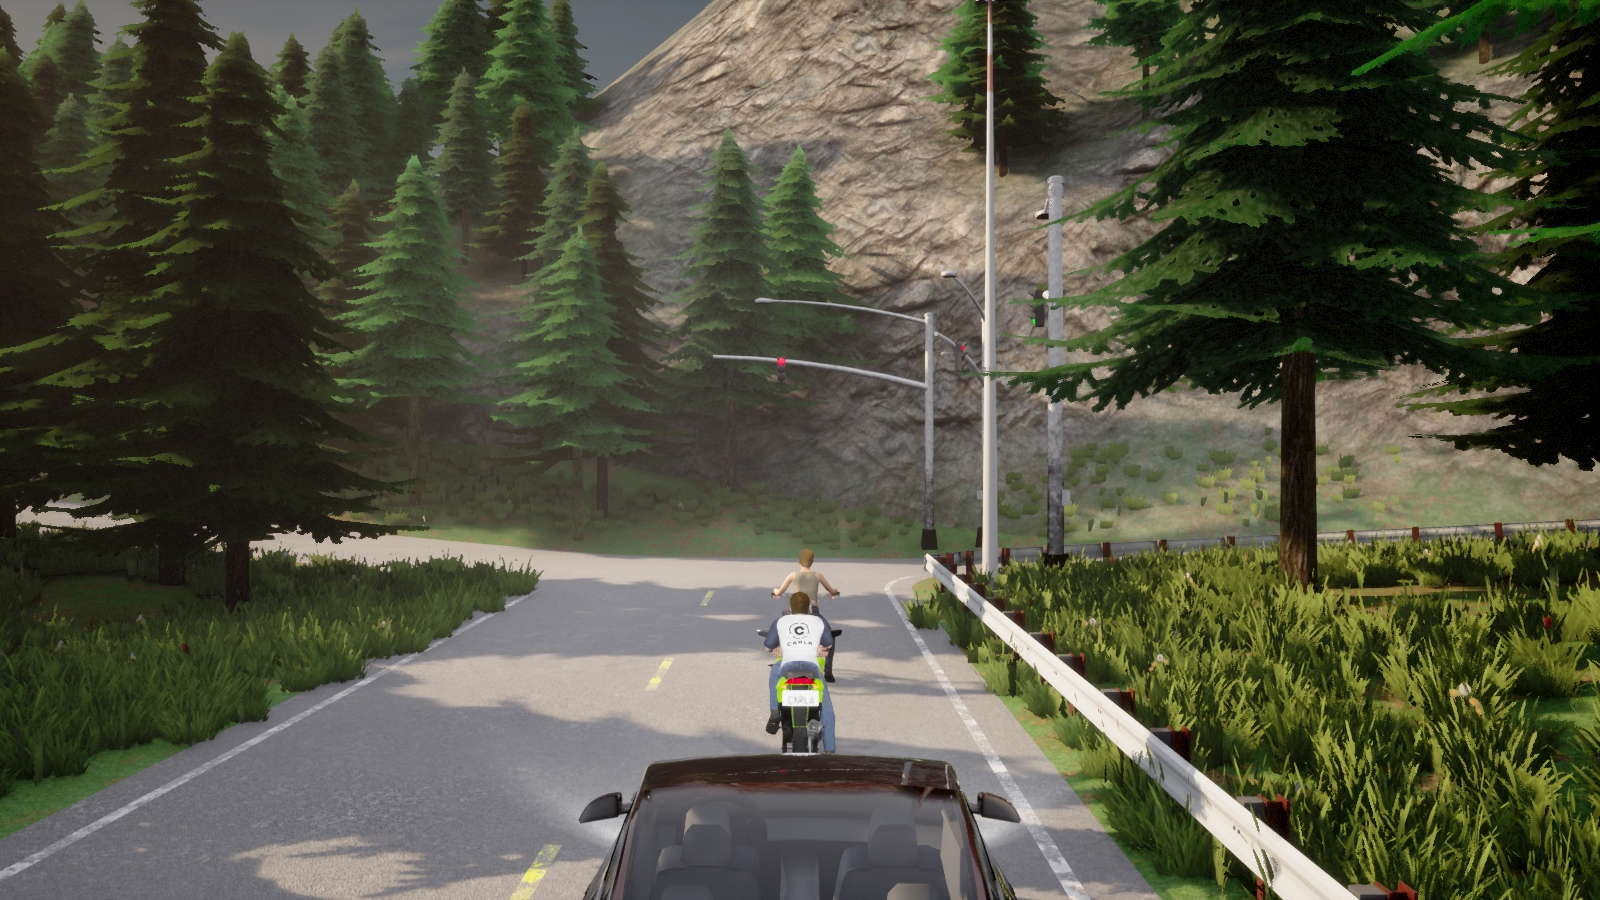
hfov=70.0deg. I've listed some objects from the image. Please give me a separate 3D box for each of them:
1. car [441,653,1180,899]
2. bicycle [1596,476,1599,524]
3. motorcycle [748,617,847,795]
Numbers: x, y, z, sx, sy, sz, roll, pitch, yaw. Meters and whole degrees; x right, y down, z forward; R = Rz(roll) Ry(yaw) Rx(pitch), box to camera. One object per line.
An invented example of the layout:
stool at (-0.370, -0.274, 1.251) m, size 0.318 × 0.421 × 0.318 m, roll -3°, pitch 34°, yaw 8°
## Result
car at (0.029, 2.063, 5.012) m, size 2.163 × 1.488 × 4.792 m, roll 0°, pitch 0°, yaw 0°
bicycle at (21.727, 1.355, 29.474) m, size 1.835 × 1.471 × 0.329 m, roll -5°, pitch -2°, yaw 26°
motorcycle at (-0.020, 2.213, 10.238) m, size 0.803 × 1.145 × 2.033 m, roll 0°, pitch 0°, yaw 0°
